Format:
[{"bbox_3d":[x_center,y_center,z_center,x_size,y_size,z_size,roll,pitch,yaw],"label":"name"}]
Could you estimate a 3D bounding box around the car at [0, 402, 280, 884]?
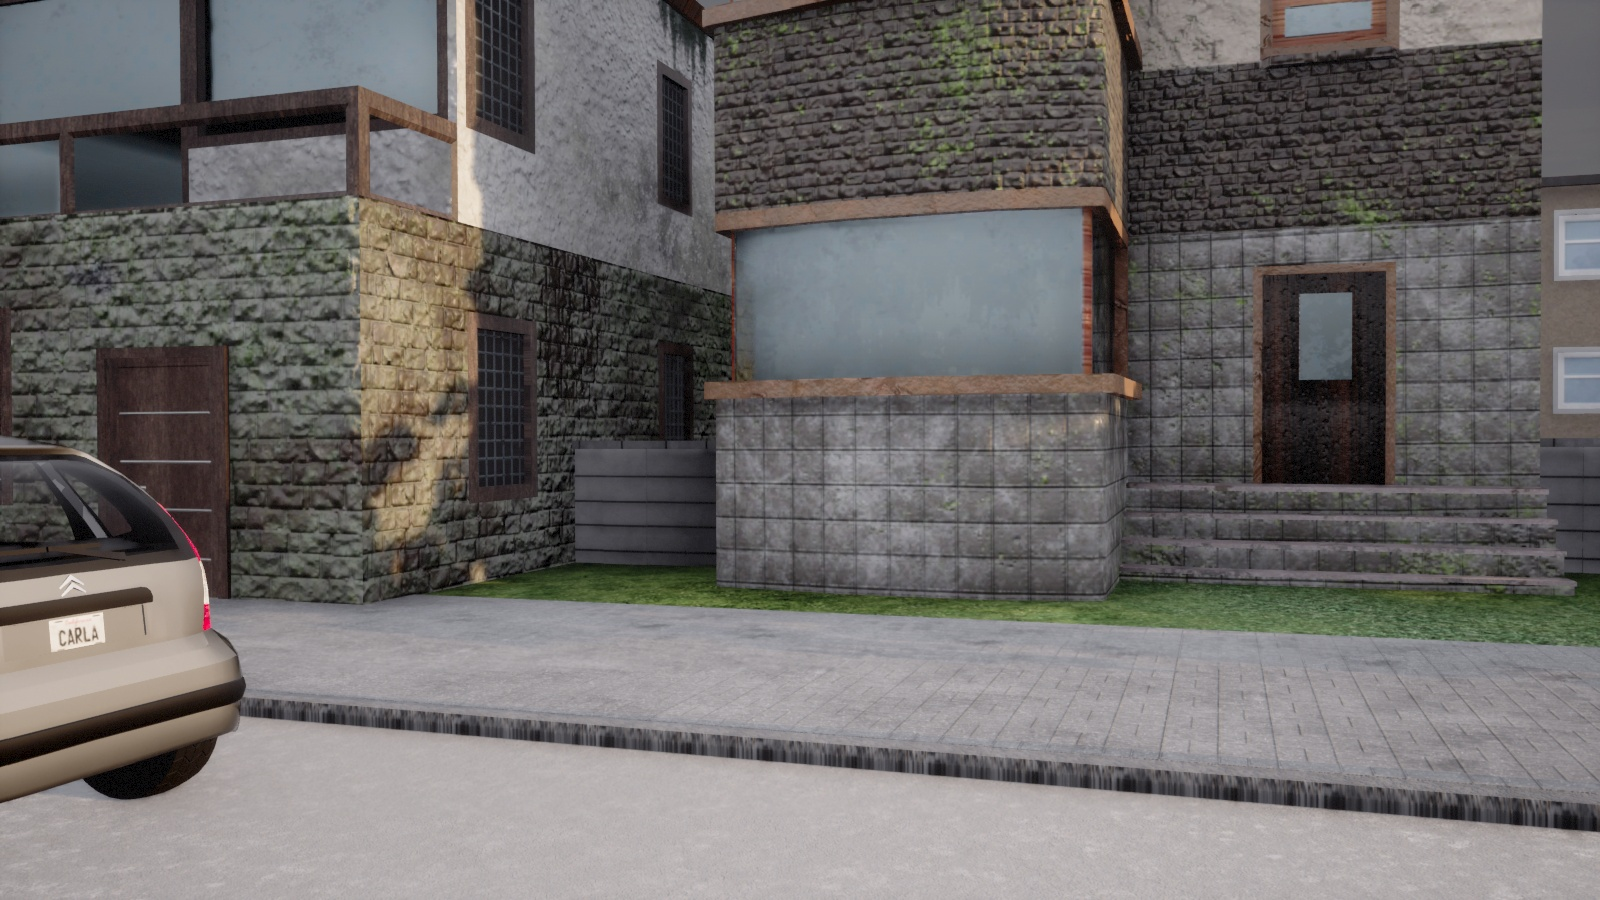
[{"bbox_3d":[-4.446,0.625,5.213,3.988,1.617,1.851,1,1,19],"label":"car"}]
